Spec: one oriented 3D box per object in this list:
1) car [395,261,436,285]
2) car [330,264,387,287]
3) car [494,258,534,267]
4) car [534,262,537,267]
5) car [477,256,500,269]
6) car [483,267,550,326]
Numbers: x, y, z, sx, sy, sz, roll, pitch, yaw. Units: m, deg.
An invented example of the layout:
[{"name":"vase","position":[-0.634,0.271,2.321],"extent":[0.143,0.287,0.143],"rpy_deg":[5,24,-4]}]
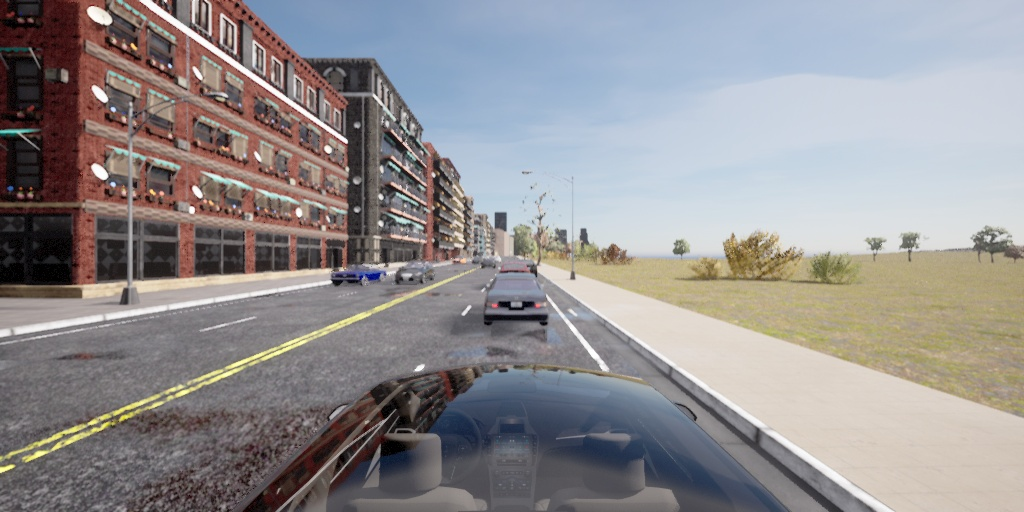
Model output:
[{"name":"car","position":[-6.565,1.095,24.721],"extent":[2.128,1.511,4.902],"rpy_deg":[0,0,0]},{"name":"car","position":[-9.819,1.214,23.263],"extent":[1.895,1.301,4.718],"rpy_deg":[0,0,0]},{"name":"car","position":[0.135,1.099,21.956],"extent":[1.882,1.535,5.008],"rpy_deg":[0,0,0]},{"name":"car","position":[1.184,1.038,31.394],"extent":[1.882,1.535,5.008],"rpy_deg":[0,0,0]},{"name":"car","position":[-3.162,0.935,49.283],"extent":[2.128,1.511,4.902],"rpy_deg":[0,0,0]},{"name":"car","position":[0.115,1.236,11.417],"extent":[2.033,1.411,5.357],"rpy_deg":[0,0,0]}]
